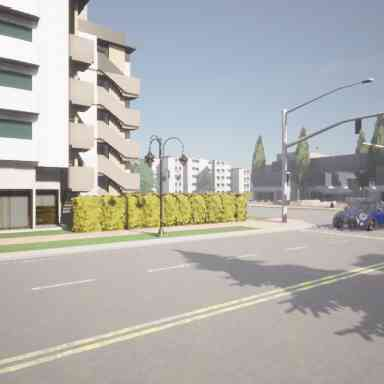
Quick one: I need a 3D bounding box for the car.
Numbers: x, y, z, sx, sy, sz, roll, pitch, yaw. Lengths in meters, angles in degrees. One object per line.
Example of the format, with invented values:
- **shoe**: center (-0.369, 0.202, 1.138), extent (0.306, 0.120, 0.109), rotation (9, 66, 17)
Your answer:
- **car**: center (10.532, 1.352, 20.115), extent (4.553, 1.767, 2.097), rotation (0, 0, -36)
